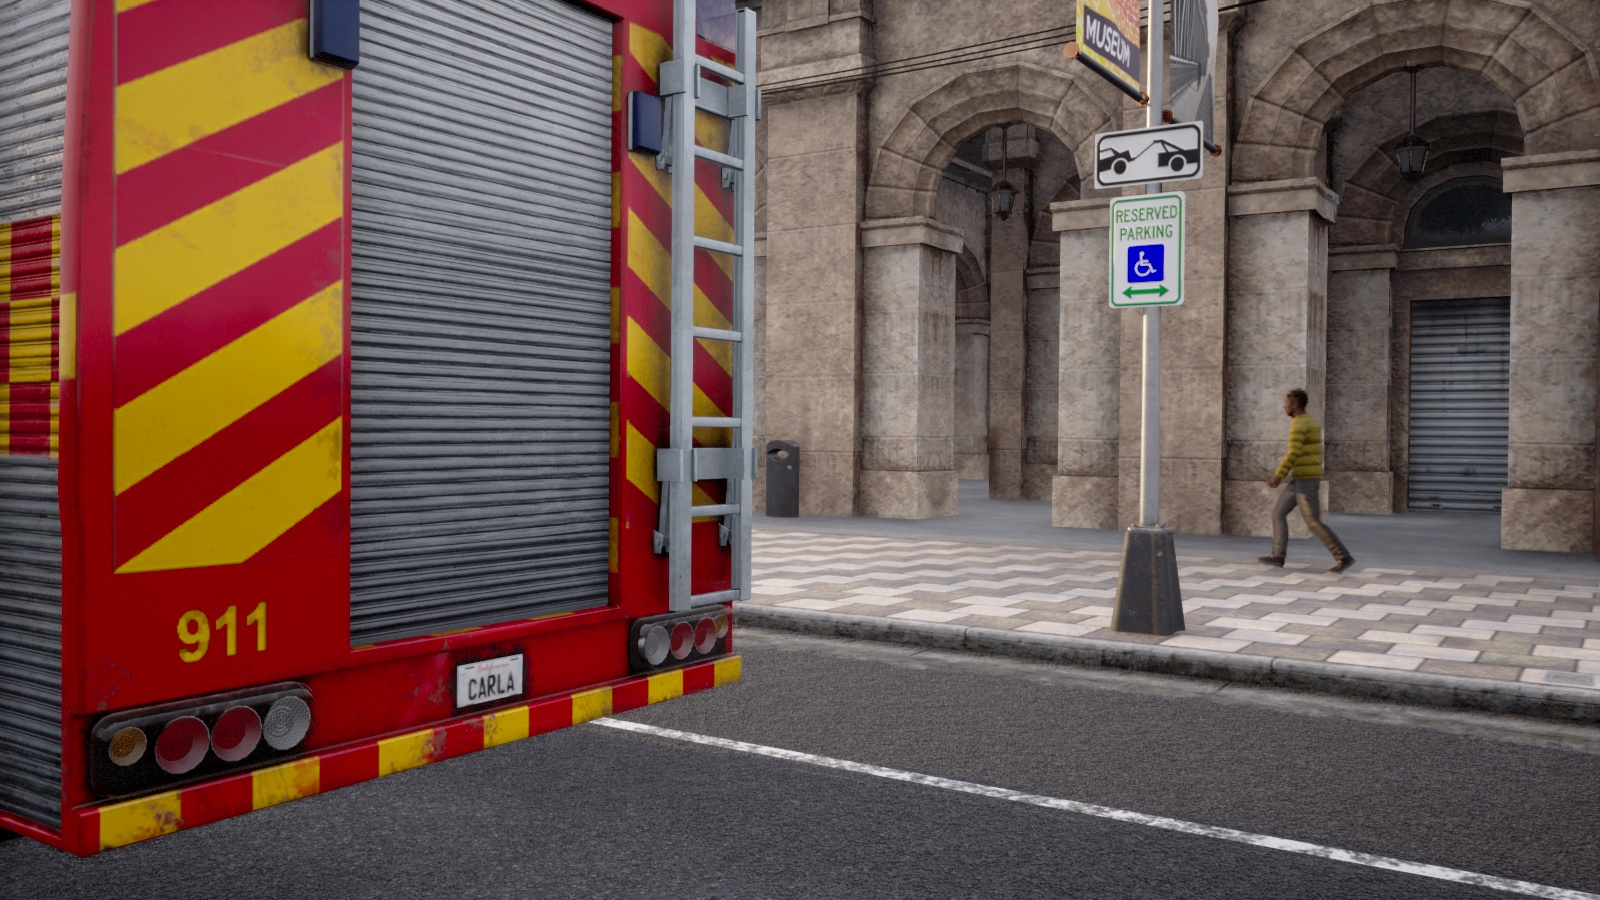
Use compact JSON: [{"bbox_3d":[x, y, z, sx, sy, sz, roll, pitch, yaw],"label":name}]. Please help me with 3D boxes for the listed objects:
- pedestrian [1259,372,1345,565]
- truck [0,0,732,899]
[{"bbox_3d":[4.941,0.174,12.367,0.709,1.840,0.431,0,1,33],"label":"pedestrian"},{"bbox_3d":[-4.646,-0.483,6.693,8.468,3.827,2.891,0,1,34],"label":"truck"}]
